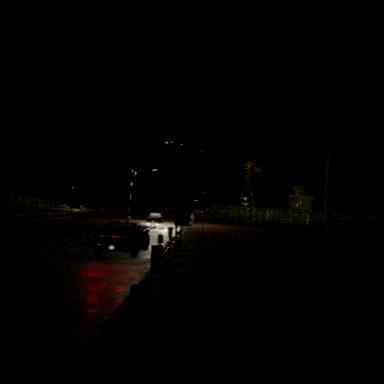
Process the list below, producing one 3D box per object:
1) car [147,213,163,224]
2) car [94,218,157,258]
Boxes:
[{"bbox_3d":[-5.148,3.648,47.095,2.033,1.411,5.357,4,-3,2],"label":"car"},{"bbox_3d":[-3.267,2.206,16.252,2.128,1.511,4.902,4,-3,2],"label":"car"}]
